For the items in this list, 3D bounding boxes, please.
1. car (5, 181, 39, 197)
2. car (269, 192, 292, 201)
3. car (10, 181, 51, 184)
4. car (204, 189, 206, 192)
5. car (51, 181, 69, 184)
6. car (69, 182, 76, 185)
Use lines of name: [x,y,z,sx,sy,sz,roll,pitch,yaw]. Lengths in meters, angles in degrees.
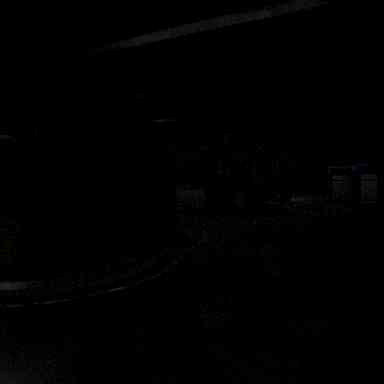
car: [-21.750,-0.462,42.425,4.605,1.855,1.932,2,2,35]
car: [13.020,0.612,48.537,1.895,1.301,4.718,2,2,36]
car: [-17.219,-0.177,35.207,3.866,1.878,1.905,2,2,35]
car: [4.905,-0.325,65.594,5.027,1.636,2.152,2,2,35]
car: [-26.759,-1.255,65.454,3.866,1.878,1.905,2,2,35]
car: [-25.420,-1.282,68.066,4.605,1.855,1.932,2,2,35]
